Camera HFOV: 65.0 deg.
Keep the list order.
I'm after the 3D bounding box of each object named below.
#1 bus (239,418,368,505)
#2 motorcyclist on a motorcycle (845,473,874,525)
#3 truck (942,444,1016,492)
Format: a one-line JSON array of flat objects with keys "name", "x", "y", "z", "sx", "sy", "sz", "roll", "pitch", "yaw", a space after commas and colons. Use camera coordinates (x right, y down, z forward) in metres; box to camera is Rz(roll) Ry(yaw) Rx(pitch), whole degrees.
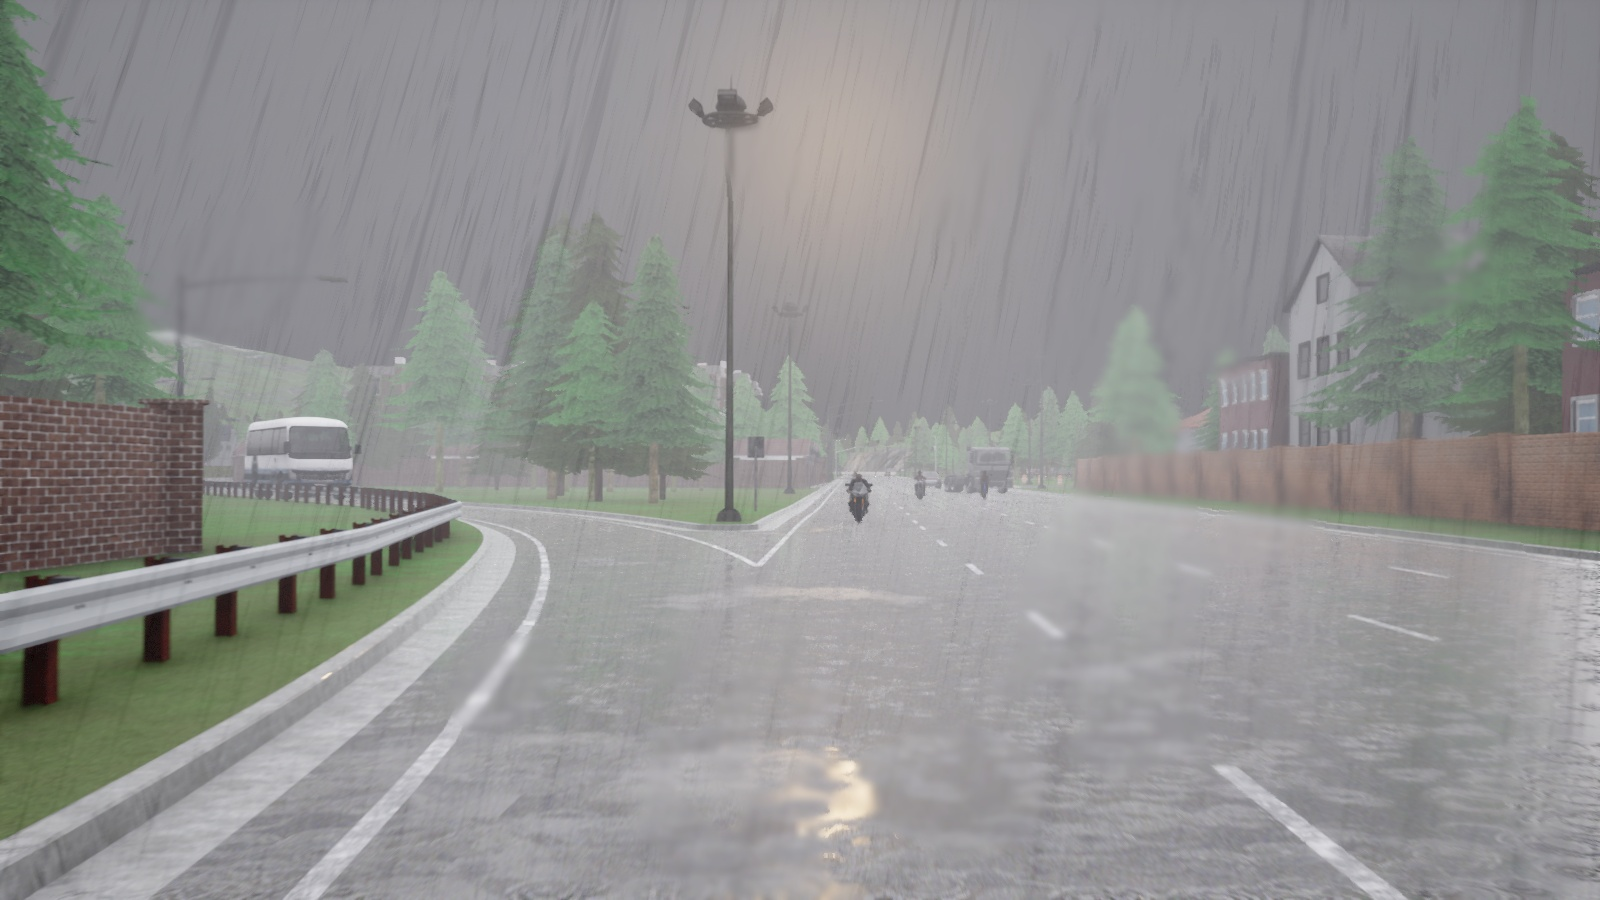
[{"name": "bus", "x": -26.433, "y": 0.657, "z": 66.437, "sx": 3.944, "sy": 4.253, "sz": 10.273, "roll": 0, "pitch": -1, "yaw": -36}, {"name": "motorcyclist on a motorcycle", "x": 1.822, "y": 1.488, "z": 38.541, "sx": 0.866, "sy": 1.530, "sz": 2.191, "roll": 0, "pitch": -1, "yaw": 3}, {"name": "truck", "x": 13.142, "y": 1.341, "z": 93.123, "sx": 2.891, "sy": 3.462, "sz": 7.936, "roll": 0, "pitch": -1, "yaw": -12}]
